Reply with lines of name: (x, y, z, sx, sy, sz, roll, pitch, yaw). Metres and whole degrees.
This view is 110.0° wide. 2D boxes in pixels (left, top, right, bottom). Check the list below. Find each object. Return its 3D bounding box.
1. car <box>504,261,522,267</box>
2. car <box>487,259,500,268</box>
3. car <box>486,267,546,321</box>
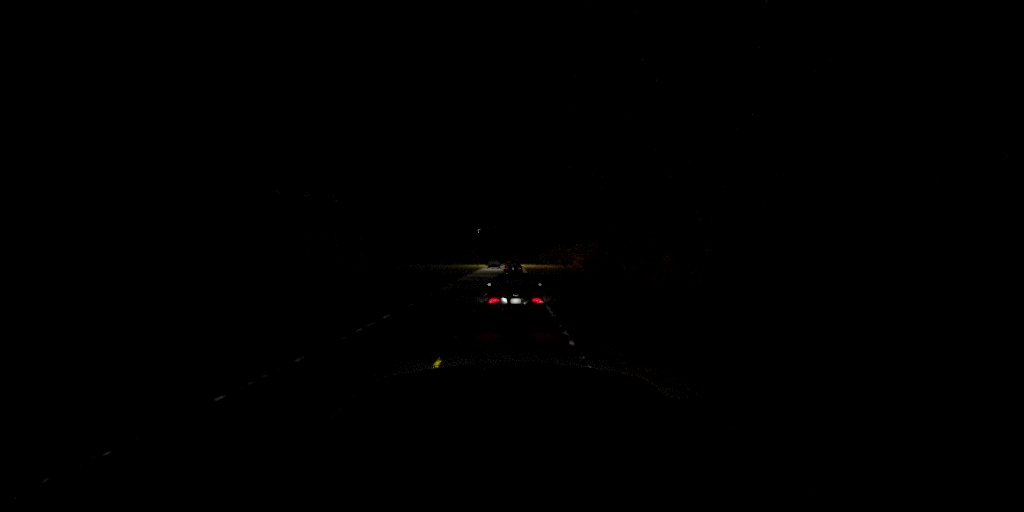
car: (0.101, 1.258, 36.989, 2.033, 1.411, 5.357, 0, 0, 0)
car: (-2.756, 1.203, 55.330, 1.812, 1.442, 4.674, 0, 0, 0)
car: (0.098, 1.289, 12.424, 2.033, 1.411, 5.357, 0, 0, 0)
